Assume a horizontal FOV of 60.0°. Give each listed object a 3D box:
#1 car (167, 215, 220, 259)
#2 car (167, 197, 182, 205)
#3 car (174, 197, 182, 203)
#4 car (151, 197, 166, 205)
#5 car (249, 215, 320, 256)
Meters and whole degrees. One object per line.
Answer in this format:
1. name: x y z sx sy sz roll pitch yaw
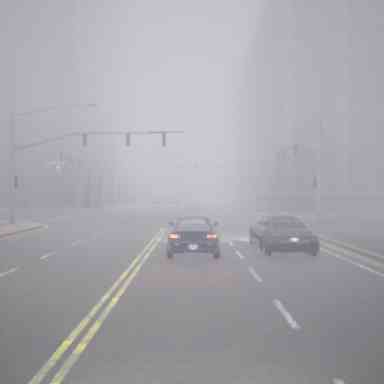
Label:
1. car: 0.059 1.588 12.786 1.812 1.442 4.674 0 -1 0
2. car: -3.507 1.919 67.029 1.895 1.301 4.718 0 0 0
3. car: -3.504 1.985 82.531 1.895 1.301 4.718 0 0 0
4. car: -7.010 1.879 67.054 1.994 1.385 4.181 0 0 0
5. car: 3.565 1.629 13.523 1.994 1.385 4.181 0 0 0
